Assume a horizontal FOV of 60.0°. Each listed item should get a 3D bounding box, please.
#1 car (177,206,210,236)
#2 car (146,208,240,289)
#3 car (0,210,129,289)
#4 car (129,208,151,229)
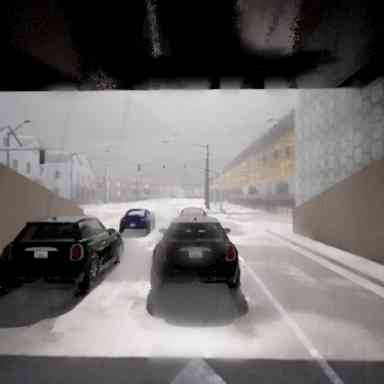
[{"bbox_3d":[0.064,1.727,21.179,1.882,1.535,5.008,0,-1,0],"label":"car"},{"bbox_3d":[0.088,1.467,9.650,2.097,1.767,4.553,0,-1,0],"label":"car"},{"bbox_3d":[-3.410,1.466,9.634,2.097,1.767,4.553,0,-1,0],"label":"car"},{"bbox_3d":[-3.439,1.779,21.467,1.812,1.442,4.674,0,-1,0],"label":"car"}]
